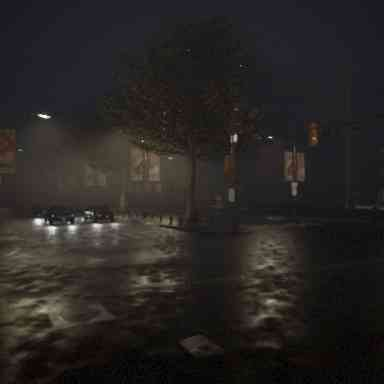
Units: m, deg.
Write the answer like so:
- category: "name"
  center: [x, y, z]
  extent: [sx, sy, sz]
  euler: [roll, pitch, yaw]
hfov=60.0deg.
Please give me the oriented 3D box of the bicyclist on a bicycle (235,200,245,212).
- category: "bicyclist on a bicycle"
  center: [6.276, 1.843, 43.348]
  extent: [1.656, 1.620, 0.582]
  euler: [0, -1, -32]

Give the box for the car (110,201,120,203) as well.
- category: "car"
  center: [-13.705, 2.137, 54.068]
  extent: [1.882, 1.535, 5.008]
  euler: [0, -1, -32]

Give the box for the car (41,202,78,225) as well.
- category: "car"
  center: [-11.109, 1.862, 27.752]
  extent: [1.812, 1.442, 4.674]
  euler: [0, -1, -30]

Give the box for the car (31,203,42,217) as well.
- category: "car"
  center: [-16.478, 1.932, 36.524]
  extent: [2.128, 1.511, 4.902]
  euler: [0, -1, -31]

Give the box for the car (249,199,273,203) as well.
- category: "car"
  center: [13.370, 2.092, 61.508]
  extent: [2.002, 1.452, 4.674]
  euler: [0, -1, -32]

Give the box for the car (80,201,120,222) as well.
- category: "car"
  center: [-8.372, 1.871, 29.994]
  extent: [1.837, 1.490, 4.892]
  euler: [0, -1, -32]

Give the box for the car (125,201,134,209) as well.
- category: "car"
  center: [-11.713, 2.253, 57.691]
  extent: [2.033, 1.411, 5.357]
  euler: [0, -1, -32]

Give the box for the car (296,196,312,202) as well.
- category: "car"
  center: [28.837, 2.114, 85.900]
  extent: [2.435, 2.045, 5.566]
  euler: [0, -1, -32]

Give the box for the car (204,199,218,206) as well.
- category: "car"
  center: [3.453, 2.279, 69.717]
  extent: [2.161, 1.482, 4.786]
  euler: [0, -1, -32]

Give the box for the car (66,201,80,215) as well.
- category: "car"
  center: [-13.615, 2.069, 38.547]
  extent: [1.895, 1.301, 4.718]
  euler: [0, -1, -31]

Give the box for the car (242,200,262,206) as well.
- category: "car"
  center: [13.539, 2.408, 75.461]
  extent: [1.895, 1.301, 4.718]
  euler: [0, -1, -32]
